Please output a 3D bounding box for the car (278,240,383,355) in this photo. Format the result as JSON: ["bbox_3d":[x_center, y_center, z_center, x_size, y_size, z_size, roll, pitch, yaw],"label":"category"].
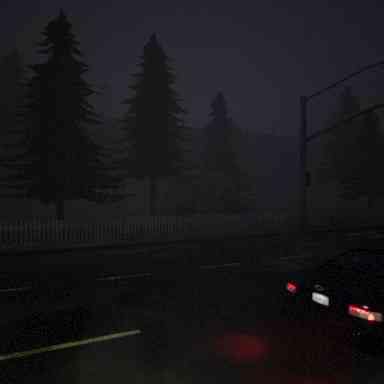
[{"bbox_3d":[4.057,1.550,5.787,5.357,1.411,2.033,0,0,-26],"label":"car"}]
